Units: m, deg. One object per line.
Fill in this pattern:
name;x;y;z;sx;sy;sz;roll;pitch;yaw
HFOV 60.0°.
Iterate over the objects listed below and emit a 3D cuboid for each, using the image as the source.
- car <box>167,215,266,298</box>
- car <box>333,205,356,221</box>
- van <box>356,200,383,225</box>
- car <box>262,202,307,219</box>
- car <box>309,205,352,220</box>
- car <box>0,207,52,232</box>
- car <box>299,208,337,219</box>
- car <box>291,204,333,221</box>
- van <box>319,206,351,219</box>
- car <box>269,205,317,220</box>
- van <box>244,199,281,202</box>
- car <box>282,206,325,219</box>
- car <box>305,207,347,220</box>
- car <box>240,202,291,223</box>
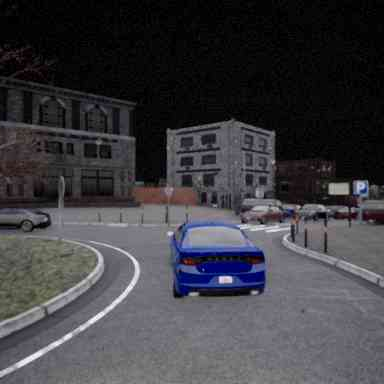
car;0.402;1.474;8.629;1.882;1.535;5.008;0;0;-5
car;19.522;2.817;42.206;1.882;1.535;5.008;0;-3;40
van;15.063;1.628;24.683;4.442;1.987;1.878;0;-3;40
car;10.747;2.172;38.851;4.553;1.767;2.185;0;-3;40
car;21.456;3.106;51.695;5.566;2.045;2.435;0;-4;40
car;-10.528;1.557;19.539;4.181;1.385;1.994;0;0;4
car;17.885;3.044;47.395;4.674;1.452;2.002;0;-4;40
car;11.957;1.958;33.212;2.097;1.767;4.553;0;-3;40
van;23.179;3.308;53.884;4.442;1.987;1.878;0;-4;40
car;12.450;2.479;41.214;5.366;1.575;1.946;0;-4;40
van;7.065;1.747;34.695;4.442;1.987;1.878;0;-3;40
car;14.404;2.688;43.209;4.792;1.488;2.163;0;-4;40
car;19.899;3.185;49.509;5.366;1.575;1.946;0;-4;40
car;5.592;1.700;25.688;1.812;1.442;4.674;0;-2;41
